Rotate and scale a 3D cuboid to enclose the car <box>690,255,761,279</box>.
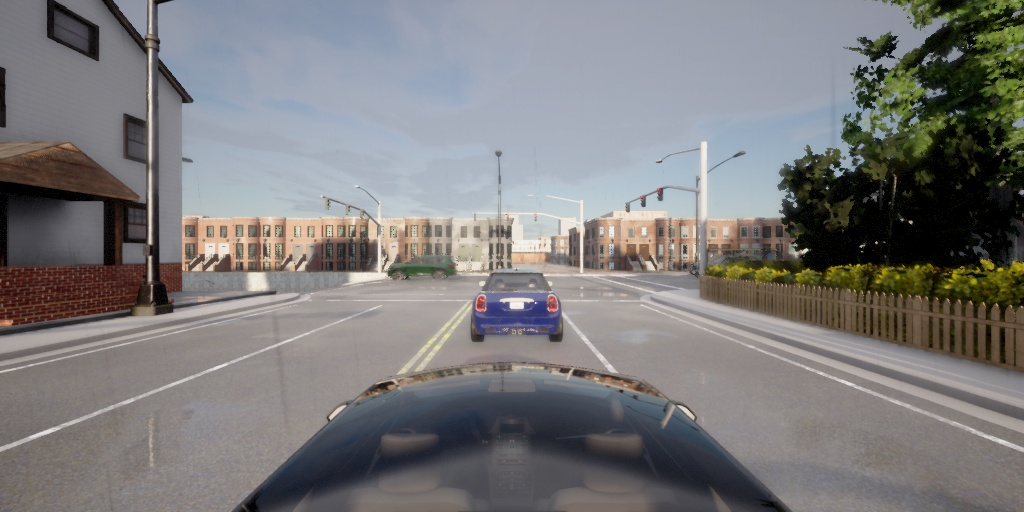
[{"bbox_3d":[17.824,0.971,29.665,5.566,2.045,2.150,0,0,0],"label":"car"}]

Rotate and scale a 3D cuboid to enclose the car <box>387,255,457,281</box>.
[{"bbox_3d":[-7.317,0.978,29.586,5.566,2.045,2.150,0,0,0],"label":"car"}]

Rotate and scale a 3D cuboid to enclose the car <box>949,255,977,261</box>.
[{"bbox_3d":[35.431,0.970,29.701,5.566,2.045,2.150,0,0,0],"label":"car"}]

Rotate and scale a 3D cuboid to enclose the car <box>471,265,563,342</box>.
[{"bbox_3d":[0.109,1.102,9.948,2.097,1.767,4.553,0,0,0],"label":"car"}]
